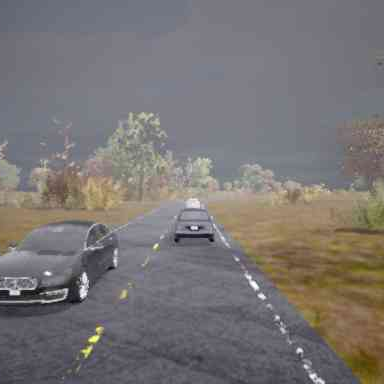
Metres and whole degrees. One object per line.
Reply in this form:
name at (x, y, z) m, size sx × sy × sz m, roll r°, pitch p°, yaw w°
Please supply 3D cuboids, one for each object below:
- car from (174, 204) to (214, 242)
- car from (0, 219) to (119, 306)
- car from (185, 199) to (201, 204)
car at (0.099, 1.549, 16.412) m, size 2.033 × 1.411 × 5.357 m, roll 0°, pitch 0°, yaw 0°
car at (-3.096, 1.505, 8.241) m, size 1.837 × 1.490 × 4.892 m, roll 0°, pitch 0°, yaw 0°
car at (0.107, 1.527, 40.441) m, size 1.812 × 1.442 × 4.674 m, roll 0°, pitch 0°, yaw 0°
